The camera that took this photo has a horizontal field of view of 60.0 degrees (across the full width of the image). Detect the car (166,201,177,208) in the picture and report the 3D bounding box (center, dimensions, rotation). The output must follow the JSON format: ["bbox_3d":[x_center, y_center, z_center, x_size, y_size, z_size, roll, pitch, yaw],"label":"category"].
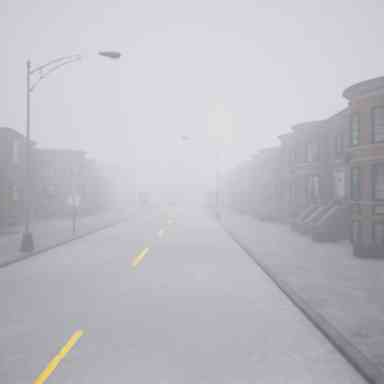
[{"bbox_3d":[-4.000,2.316,64.599,1.895,1.301,4.718,0,-1,0],"label":"car"}]
